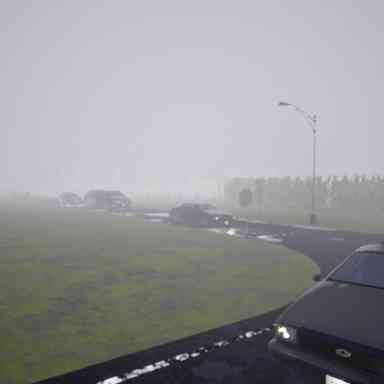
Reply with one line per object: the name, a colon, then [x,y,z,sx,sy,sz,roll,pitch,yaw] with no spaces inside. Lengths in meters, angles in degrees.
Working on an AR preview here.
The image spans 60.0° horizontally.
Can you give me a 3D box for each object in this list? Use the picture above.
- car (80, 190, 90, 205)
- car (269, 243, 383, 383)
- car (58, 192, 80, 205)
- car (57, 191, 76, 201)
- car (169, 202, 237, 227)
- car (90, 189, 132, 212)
car: [-13.293,0.647,46.157,2.150,2.045,5.566,0,1,-36]
car: [3.356,1.583,5.271,2.033,1.411,5.357,0,0,44]
car: [-16.381,0.945,45.488,1.812,1.442,4.674,0,1,-35]
car: [-21.935,0.672,58.145,1.882,1.535,5.008,0,1,-36]
car: [0.516,1.405,21.965,2.033,1.411,5.357,0,1,-36]
car: [-8.168,0.860,34.017,2.150,2.045,5.566,0,1,-36]
